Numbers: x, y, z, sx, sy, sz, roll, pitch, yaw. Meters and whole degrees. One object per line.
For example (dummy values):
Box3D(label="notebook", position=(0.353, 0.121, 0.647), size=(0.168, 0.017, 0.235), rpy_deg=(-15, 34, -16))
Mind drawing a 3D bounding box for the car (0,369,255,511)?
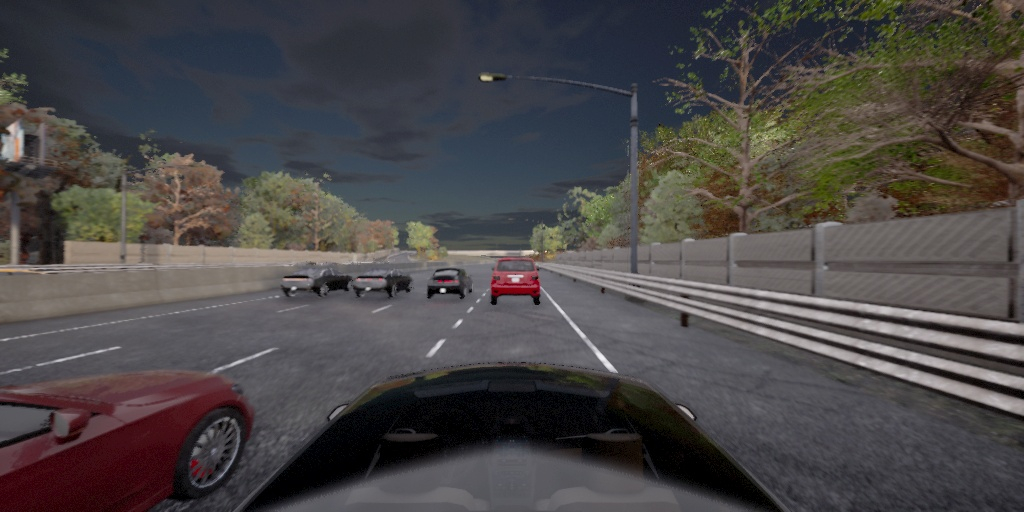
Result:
Box3D(label="car", position=(-3.409, 1.262, 1.500), size=(1.812, 1.442, 4.674), rpy_deg=(0, 0, 1))

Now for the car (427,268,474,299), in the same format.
Box3D(label="car", position=(-3.208, 1.383, 19.191), size=(1.837, 1.490, 4.892), rpy_deg=(0, 0, 1))

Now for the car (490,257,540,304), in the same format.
Box3D(label="car", position=(0.172, 1.097, 17.320), size=(2.150, 2.045, 5.566), rpy_deg=(0, 0, 1))

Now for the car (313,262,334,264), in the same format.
Box3D(label="car", position=(-27.441, 1.673, 54.145), size=(1.994, 1.385, 4.181), rpy_deg=(0, -1, 1))

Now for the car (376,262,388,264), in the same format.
Box3D(label="car", position=(-20.427, 1.654, 55.888), size=(1.837, 1.490, 4.892), rpy_deg=(0, 0, 1))

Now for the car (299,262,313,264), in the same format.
Box3D(label="car", position=(-30.938, 1.599, 54.038), size=(1.837, 1.490, 4.892), rpy_deg=(0, 0, 1))

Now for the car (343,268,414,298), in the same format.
Box3D(label="car", position=(-6.707, 1.358, 19.199), size=(2.128, 1.511, 4.902), rpy_deg=(0, 0, 1))

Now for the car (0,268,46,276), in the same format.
Box3D(label="car", position=(-20.963, 1.254, 14.195), size=(1.882, 1.535, 5.008), rpy_deg=(0, 0, 1))

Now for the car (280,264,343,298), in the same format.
Box3D(label="car", position=(-10.206, 1.346, 19.244), size=(2.128, 1.511, 4.902), rpy_deg=(0, 0, 1))
